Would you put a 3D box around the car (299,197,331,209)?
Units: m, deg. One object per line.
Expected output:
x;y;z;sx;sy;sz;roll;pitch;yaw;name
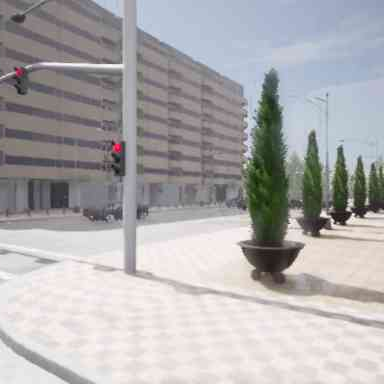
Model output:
15.624;1.300;41.614;2.097;1.767;4.553;0;0;38;car

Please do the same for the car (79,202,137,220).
-7.049;1.552;28.508;1.895;1.301;4.718;0;0;36;car

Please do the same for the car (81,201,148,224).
-5.416;1.428;24.777;1.882;1.535;5.008;0;0;36;car

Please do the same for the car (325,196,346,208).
21.481;1.453;49.743;1.837;1.490;4.892;0;0;36;car

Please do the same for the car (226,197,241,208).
6.686;1.477;47.345;1.812;1.442;4.674;0;0;37;car

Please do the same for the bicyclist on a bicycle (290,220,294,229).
4.925;1.247;18.672;1.656;1.620;0.582;0;0;36;bicyclist on a bicycle
